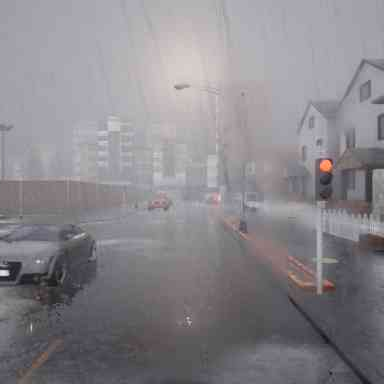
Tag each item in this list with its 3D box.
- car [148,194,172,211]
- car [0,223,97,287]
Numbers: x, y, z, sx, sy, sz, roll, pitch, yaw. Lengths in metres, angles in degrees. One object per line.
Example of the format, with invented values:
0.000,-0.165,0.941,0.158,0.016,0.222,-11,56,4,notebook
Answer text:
-4.082,1.221,41.246,2.150,2.045,5.566,0,0,0,car
-4.095,1.564,9.182,1.994,1.385,4.181,0,0,0,car
